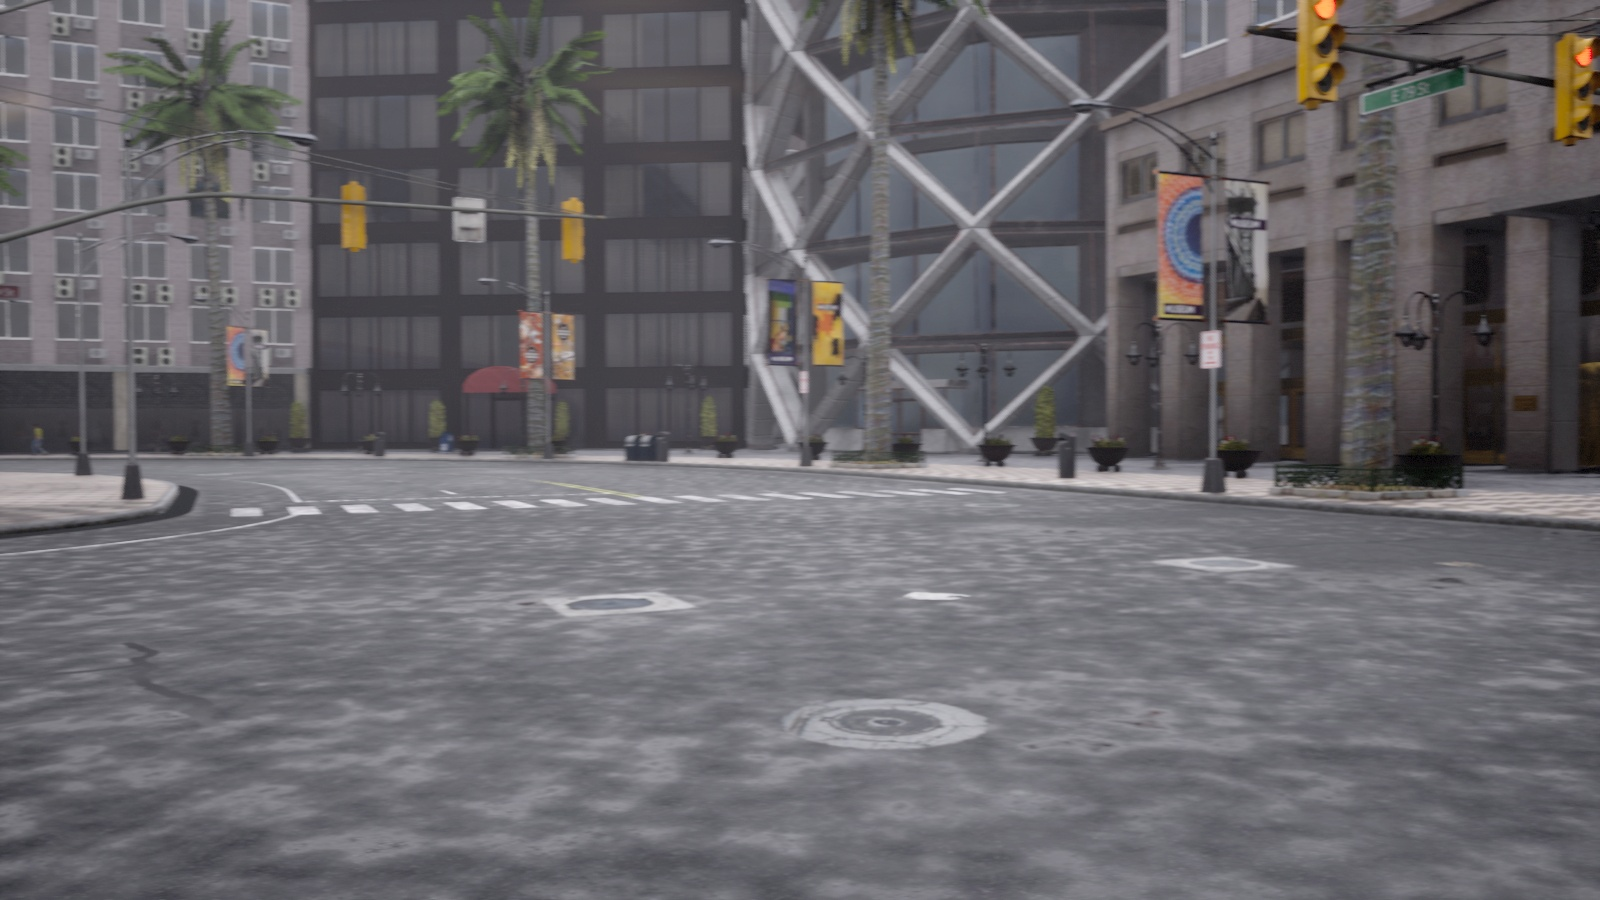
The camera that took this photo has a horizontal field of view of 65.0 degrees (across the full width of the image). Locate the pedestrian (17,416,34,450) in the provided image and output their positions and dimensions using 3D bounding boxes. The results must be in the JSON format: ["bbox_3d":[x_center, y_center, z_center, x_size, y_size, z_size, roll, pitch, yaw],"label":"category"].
[{"bbox_3d":[-42.041,-0.931,68.166,0.706,1.836,0.354,0,1,0],"label":"pedestrian"}]
